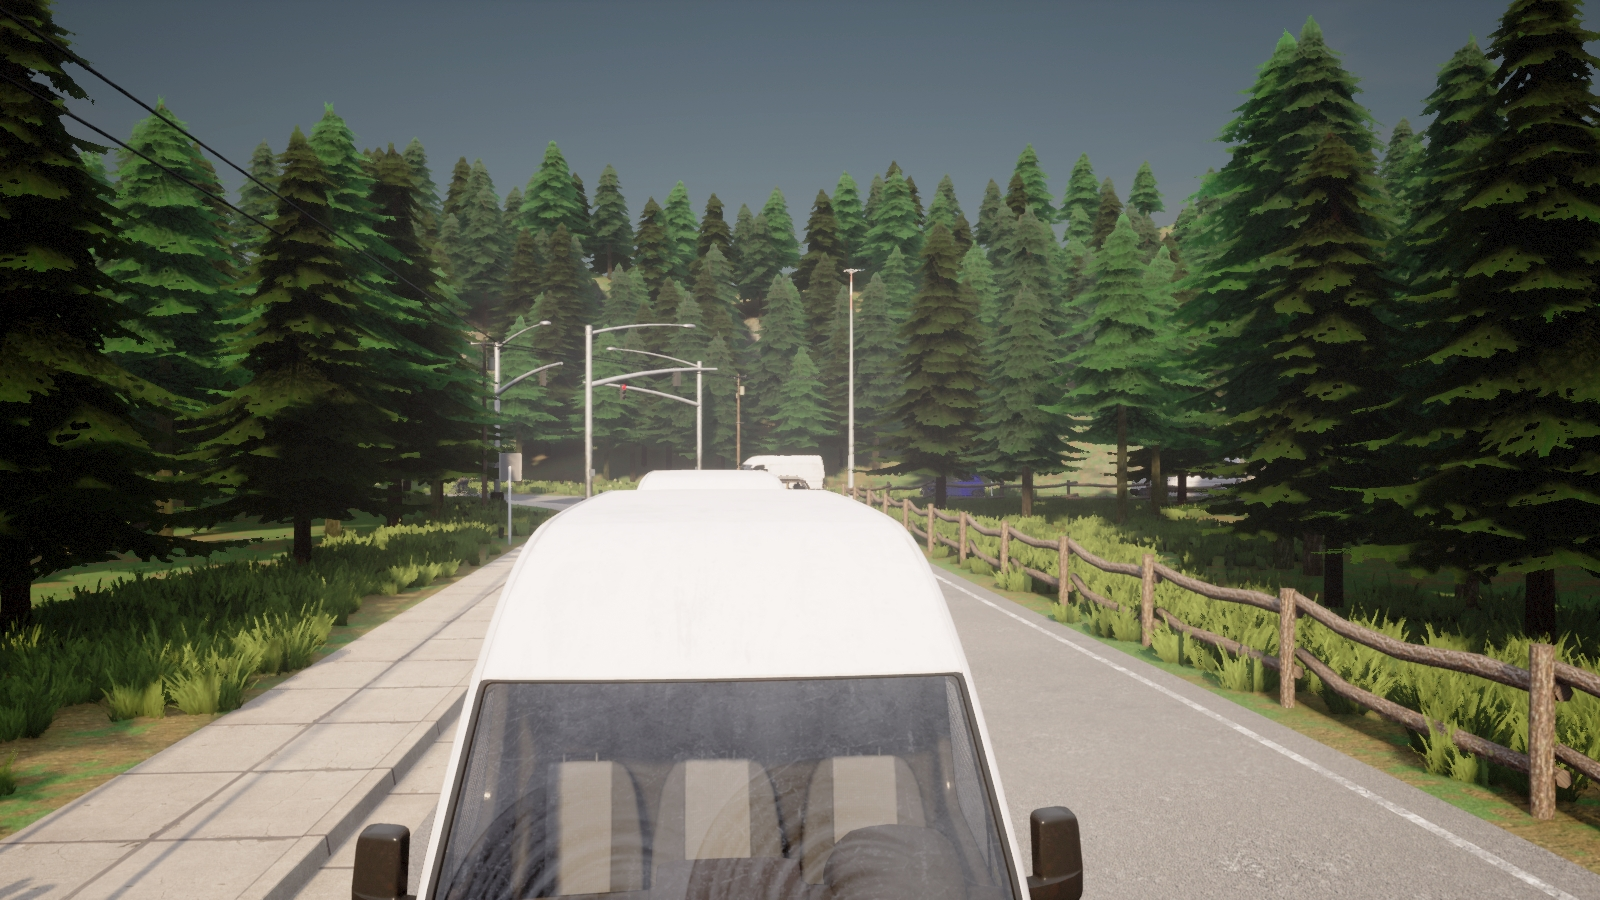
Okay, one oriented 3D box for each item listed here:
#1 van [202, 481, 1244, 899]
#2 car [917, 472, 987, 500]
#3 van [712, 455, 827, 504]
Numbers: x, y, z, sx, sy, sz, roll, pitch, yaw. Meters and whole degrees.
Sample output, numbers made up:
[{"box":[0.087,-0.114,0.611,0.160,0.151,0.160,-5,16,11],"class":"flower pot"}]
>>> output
[{"box":[-0.346,1.499,5.134,1.988,2.561,5.915,0,0,-5],"class":"van"},{"box":[8.616,2.038,65.023,3.633,1.501,1.845,0,0,-4],"class":"car"},{"box":[-1.636,1.534,61.778,5.915,2.561,1.988,0,0,-25],"class":"van"}]
